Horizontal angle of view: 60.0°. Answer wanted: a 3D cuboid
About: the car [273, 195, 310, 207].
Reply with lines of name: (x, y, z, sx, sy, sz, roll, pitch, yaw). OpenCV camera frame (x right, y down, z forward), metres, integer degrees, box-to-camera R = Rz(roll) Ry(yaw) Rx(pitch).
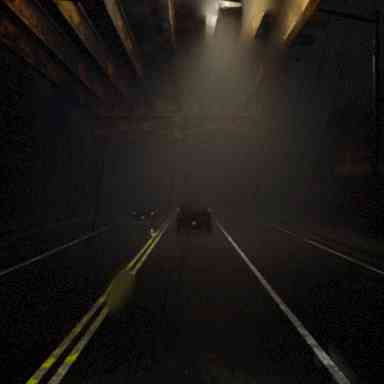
car: (13.275, 1.238, 44.739, 4.974, 1.542, 2.038, 0, 0, -20)

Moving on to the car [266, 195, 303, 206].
car: (13.603, 1.211, 48.898, 4.974, 1.542, 2.038, 0, 0, 25)

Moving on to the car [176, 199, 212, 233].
car: (0.106, 1.428, 19.557, 1.882, 1.535, 5.008, 0, 0, 0)

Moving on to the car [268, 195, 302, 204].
car: (13.650, 1.053, 48.875, 4.536, 1.218, 1.853, 0, 0, 25)

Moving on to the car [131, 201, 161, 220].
car: (-3.571, 1.451, 26.984, 2.033, 1.411, 5.357, 0, 0, 0)

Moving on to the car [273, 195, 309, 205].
car: (13.324, 1.081, 44.756, 4.536, 1.218, 1.853, 0, 0, -20)
